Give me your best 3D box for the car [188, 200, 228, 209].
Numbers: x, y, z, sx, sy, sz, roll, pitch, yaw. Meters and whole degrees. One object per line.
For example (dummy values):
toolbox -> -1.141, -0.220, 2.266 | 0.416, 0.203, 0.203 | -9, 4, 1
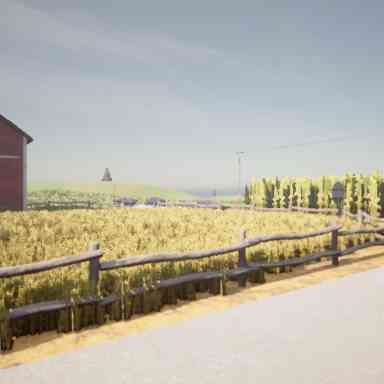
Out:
car -> 1.550, 1.537, 35.885 | 2.033, 1.411, 5.357 | 0, 0, -35

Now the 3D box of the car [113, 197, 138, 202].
car -> -10.801, 1.589, 53.456 | 1.895, 1.301, 4.718 | 0, 0, -35

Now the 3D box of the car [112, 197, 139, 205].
car -> -11.997, 1.589, 59.721 | 4.718, 1.301, 1.895 | 0, 0, 33

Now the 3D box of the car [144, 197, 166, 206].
car -> -5.725, 1.513, 51.918 | 1.812, 1.442, 4.674 | 0, 0, -35
